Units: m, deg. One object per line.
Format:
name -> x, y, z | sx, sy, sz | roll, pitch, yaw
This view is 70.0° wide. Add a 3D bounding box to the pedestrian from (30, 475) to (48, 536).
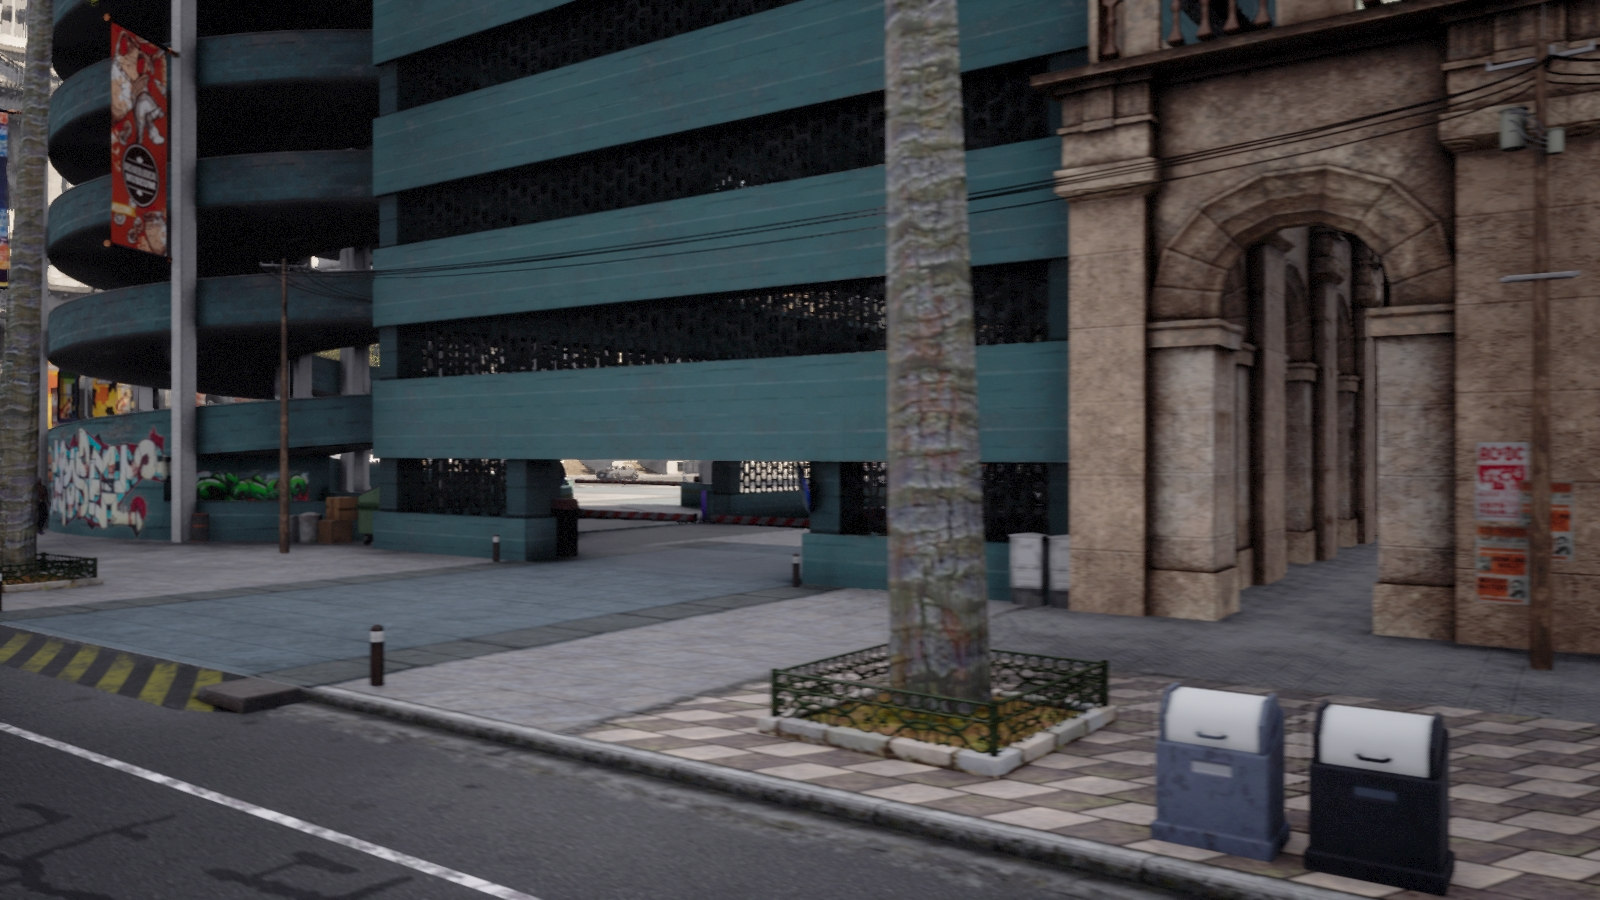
pedestrian -> -23.537, 1.696, 35.327 | 0.375, 1.860, 0.375 | 0, 0, 40
